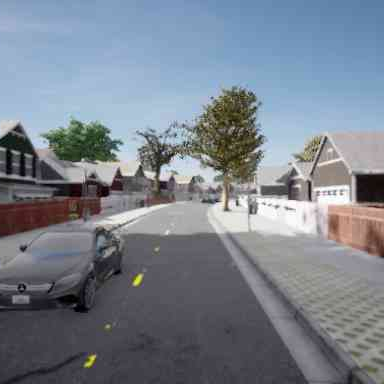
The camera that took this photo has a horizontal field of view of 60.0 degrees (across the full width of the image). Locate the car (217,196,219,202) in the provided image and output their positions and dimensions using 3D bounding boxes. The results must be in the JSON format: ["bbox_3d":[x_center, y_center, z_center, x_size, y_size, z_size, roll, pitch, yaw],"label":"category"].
[{"bbox_3d":[4.981,1.543,74.538,2.128,1.511,4.902,0,0,12],"label":"car"}]

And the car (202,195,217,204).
[{"bbox_3d":[3.177,1.383,64.759,2.097,1.767,4.553,0,0,10],"label":"car"}]

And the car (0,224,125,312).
[{"bbox_3d":[-2.803,1.527,7.824,1.812,1.442,4.674,0,0,1],"label":"car"}]
